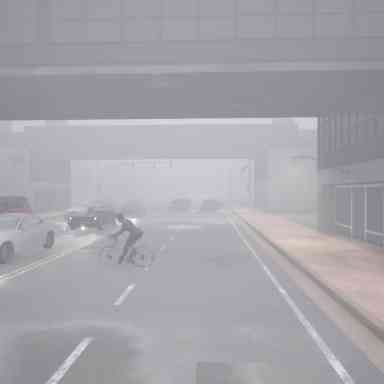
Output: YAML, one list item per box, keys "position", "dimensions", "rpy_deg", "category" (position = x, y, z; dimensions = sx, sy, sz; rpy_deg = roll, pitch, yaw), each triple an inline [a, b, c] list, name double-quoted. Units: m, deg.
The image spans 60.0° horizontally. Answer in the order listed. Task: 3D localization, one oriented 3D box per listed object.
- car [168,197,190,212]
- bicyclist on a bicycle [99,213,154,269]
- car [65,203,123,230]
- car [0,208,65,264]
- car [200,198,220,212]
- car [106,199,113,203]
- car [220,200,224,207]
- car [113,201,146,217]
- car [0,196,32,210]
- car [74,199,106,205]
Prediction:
- position: [-1.569, 1.526, 37.904]
  dimensions: [1.812, 1.442, 4.674]
  rpy_deg: [0, 0, 3]
  category: "car"
- position: [-1.947, 1.452, 9.786]
  dimensions: [1.656, 1.620, 0.582]
  rpy_deg: [0, 0, 3]
  category: "bicyclist on a bicycle"
- position: [-6.114, 1.601, 21.112]
  dimensions: [1.895, 1.301, 4.718]
  rpy_deg: [0, 0, 3]
  category: "car"
- position: [-6.587, 1.526, 12.005]
  dimensions: [1.812, 1.442, 4.674]
  rpy_deg: [0, 0, 3]
  category: "car"
- position: [2.011, 1.564, 39.252]
  dimensions: [1.994, 1.385, 4.181]
  rpy_deg: [0, 0, 3]
  category: "car"
- position: [-8.947, 1.492, 33.265]
  dimensions: [2.128, 1.511, 4.902]
  rpy_deg: [0, 0, 3]
  category: "car"
- position: [3.197, 1.547, 48.416]
  dimensions: [2.033, 1.411, 5.357]
  rpy_deg: [0, 0, 19]
  category: "car"
- position: [-5.570, 1.564, 31.119]
  dimensions: [1.994, 1.385, 4.181]
  rpy_deg: [0, 0, 3]
  category: "car"
- position: [-9.882, 1.221, 16.085]
  dimensions: [2.150, 2.045, 5.566]
  rpy_deg: [0, 0, 3]
  category: "car"
- position: [-9.156, 1.526, 28.173]
  dimensions: [1.812, 1.442, 4.674]
  rpy_deg: [0, 0, 3]
  category: "car"
